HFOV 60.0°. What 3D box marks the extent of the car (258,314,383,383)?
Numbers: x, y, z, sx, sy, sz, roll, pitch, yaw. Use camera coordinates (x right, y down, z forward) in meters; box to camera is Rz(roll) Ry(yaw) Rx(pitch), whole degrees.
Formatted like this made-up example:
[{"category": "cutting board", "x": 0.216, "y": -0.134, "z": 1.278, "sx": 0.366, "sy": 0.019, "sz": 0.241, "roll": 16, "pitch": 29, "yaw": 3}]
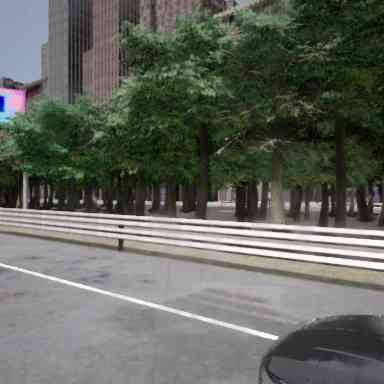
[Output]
[{"category": "car", "x": 2.791, "y": 1.505, "z": 1.994, "sx": 4.892, "sy": 1.490, "sz": 1.837, "roll": 0, "pitch": 0, "yaw": 36}]
